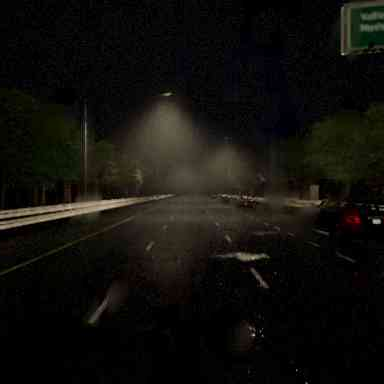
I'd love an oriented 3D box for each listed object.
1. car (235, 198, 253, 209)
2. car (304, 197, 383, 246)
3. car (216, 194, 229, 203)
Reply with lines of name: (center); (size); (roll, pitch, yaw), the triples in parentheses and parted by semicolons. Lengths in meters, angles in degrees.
car: (7.020, 1.556, 45.603); (2.033, 1.411, 5.357); (0, 0, 0)
car: (7.007, 1.224, 15.302); (2.150, 2.045, 5.566); (0, 0, 0)
car: (7.041, 1.567, 72.727); (2.033, 1.411, 5.357); (0, 0, 0)
